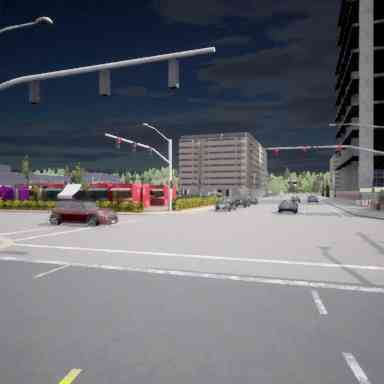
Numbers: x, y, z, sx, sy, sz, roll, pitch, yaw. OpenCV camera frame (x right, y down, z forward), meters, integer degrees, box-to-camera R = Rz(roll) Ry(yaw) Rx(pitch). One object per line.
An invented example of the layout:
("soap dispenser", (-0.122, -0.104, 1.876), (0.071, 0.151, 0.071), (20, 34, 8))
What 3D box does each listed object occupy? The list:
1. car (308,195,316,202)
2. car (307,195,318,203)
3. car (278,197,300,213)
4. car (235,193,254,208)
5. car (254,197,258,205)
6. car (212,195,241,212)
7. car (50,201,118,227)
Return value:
("car", (27.967, 1.524, 77.643), (1.812, 1.442, 4.674), (0, 0, 19))
("car", (24.684, 1.541, 67.785), (2.033, 1.411, 5.357), (0, 0, 19))
("car", (10.754, 1.563, 37.130), (1.994, 1.385, 4.181), (0, 0, 19))
("car", (7.239, 1.221, 49.113), (2.150, 2.045, 5.566), (0, 0, 18))
("car", (10.455, 1.564, 58.643), (1.994, 1.385, 4.181), (0, 0, 19))
("car", (4.090, 1.491, 39.726), (2.128, 1.511, 4.902), (0, 0, 19))
("car", (-7.382, 1.407, 22.902), (4.553, 1.767, 2.097), (0, 0, 19))
